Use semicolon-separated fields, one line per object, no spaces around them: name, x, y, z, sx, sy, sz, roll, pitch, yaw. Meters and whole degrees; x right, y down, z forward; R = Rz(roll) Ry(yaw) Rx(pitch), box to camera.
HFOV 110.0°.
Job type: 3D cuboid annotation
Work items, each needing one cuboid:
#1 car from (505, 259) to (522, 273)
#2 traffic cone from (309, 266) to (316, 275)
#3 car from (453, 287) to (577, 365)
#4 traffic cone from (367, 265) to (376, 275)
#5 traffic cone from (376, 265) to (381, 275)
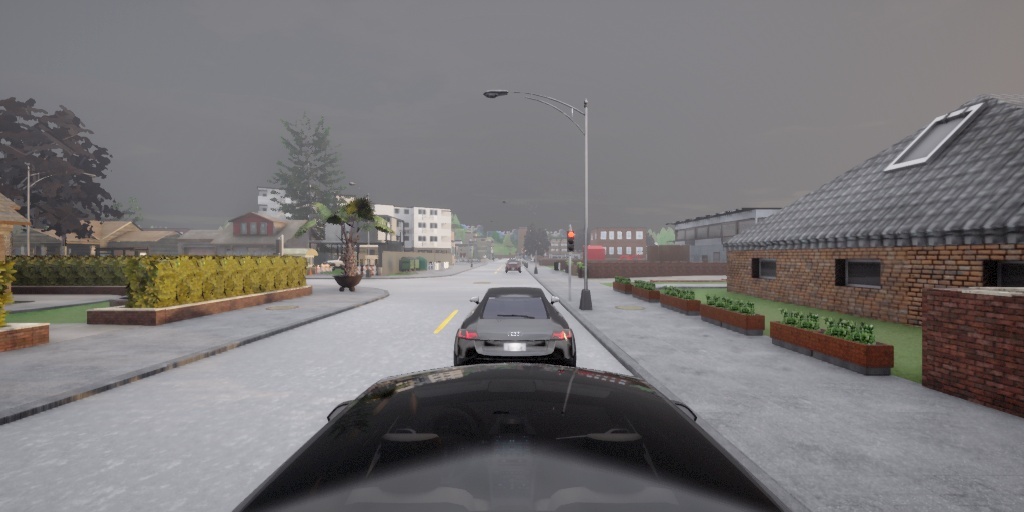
car;0.138;1.276;44.257;1.812;1.442;4.674;0;0;0
traffic cone;-19.803;1.568;35.236;0.344;0.586;0.344;0;0;0
car;0.058;1.314;7.306;1.994;1.385;4.181;0;0;0
traffic cone;-15.757;1.561;40.120;0.344;0.586;0.344;0;0;0
traffic cone;-15.396;1.558;40.690;0.344;0.586;0.344;0;0;0
